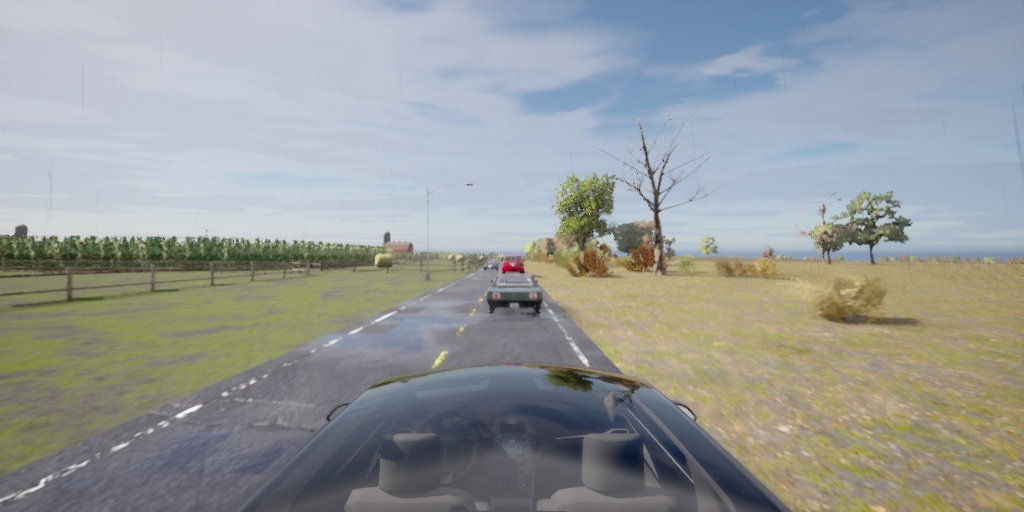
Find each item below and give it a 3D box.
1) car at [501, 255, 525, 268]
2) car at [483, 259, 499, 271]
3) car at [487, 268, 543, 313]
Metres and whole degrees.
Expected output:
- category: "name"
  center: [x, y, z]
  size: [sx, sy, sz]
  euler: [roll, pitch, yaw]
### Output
- category: "car"
  center: [0.091, 0.918, 35.974]
  size: [2.150, 2.045, 5.566]
  euler: [0, 0, 0]
- category: "car"
  center: [-2.762, 1.180, 47.899]
  size: [2.128, 1.511, 4.902]
  euler: [0, 0, 0]
- category: "car"
  center: [0.094, 1.330, 13.927]
  size: [1.895, 1.301, 4.718]
  euler: [0, 0, 0]
